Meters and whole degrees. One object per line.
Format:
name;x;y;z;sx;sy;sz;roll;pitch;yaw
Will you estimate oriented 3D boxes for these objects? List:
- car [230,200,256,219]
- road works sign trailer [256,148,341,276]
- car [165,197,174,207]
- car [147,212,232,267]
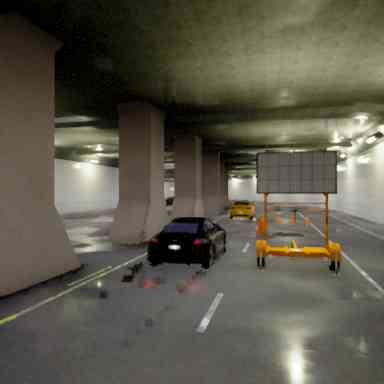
car;4.480;1.470;29.075;1.882;1.535;5.008;0;0;14
road works sign trailer;3.260;0.462;10.509;2.380;3.560;2.880;0;0;14
car;-3.008;1.491;49.617;1.837;1.490;4.892;0;0;3
car;0.005;1.561;11.504;1.994;1.385;4.181;0;0;14
